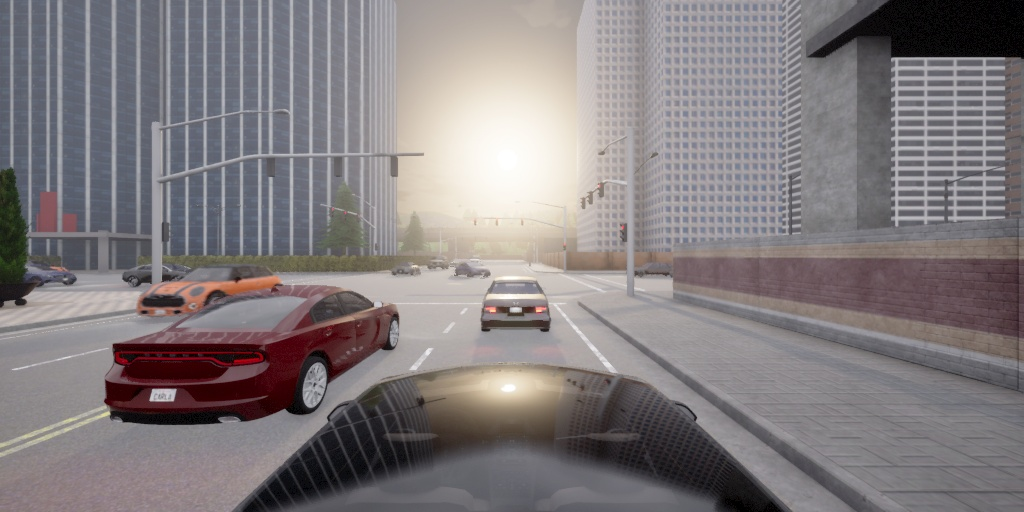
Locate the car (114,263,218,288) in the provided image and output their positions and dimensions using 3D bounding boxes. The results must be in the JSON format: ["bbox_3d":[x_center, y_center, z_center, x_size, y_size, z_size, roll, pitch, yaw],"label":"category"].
[{"bbox_3d":[-22.785,1.241,23.758,4.902,1.511,2.128,0,0,1],"label":"car"}]

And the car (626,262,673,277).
[{"bbox_3d":[13.922,1.297,34.818,5.357,1.411,2.033,0,0,0],"label":"car"}]

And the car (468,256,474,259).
[{"bbox_3d":[-7.048,1.228,52.042,1.882,1.535,5.008,0,1,0],"label":"car"}]

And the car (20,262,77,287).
[{"bbox_3d":[-31.876,1.276,23.710,4.674,1.442,1.812,0,0,0],"label":"car"}]

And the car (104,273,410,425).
[{"bbox_3d":[-3.439,1.228,6.030,1.882,1.535,5.008,0,0,0],"label":"car"}]

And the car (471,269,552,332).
[{"bbox_3d":[0.092,1.297,10.842,2.033,1.411,5.357,0,0,0],"label":"car"}]

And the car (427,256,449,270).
[{"bbox_3d":[-10.550,0.970,51.512,2.150,2.045,5.566,0,0,0],"label":"car"}]

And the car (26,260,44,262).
[{"bbox_3d":[-36.538,1.102,27.176,4.553,1.767,2.097,0,0,0],"label":"car"}]

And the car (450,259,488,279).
[{"bbox_3d":[-3.822,1.275,33.420,1.812,1.442,4.674,-1,0,-34],"label":"car"}]

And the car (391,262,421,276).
[{"bbox_3d":[-10.568,1.313,35.953,1.994,1.385,4.181,0,0,0],"label":"car"}]

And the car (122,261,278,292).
[{"bbox_3d":[-10.590,1.102,13.046,2.097,1.767,4.553,0,0,0],"label":"car"}]
